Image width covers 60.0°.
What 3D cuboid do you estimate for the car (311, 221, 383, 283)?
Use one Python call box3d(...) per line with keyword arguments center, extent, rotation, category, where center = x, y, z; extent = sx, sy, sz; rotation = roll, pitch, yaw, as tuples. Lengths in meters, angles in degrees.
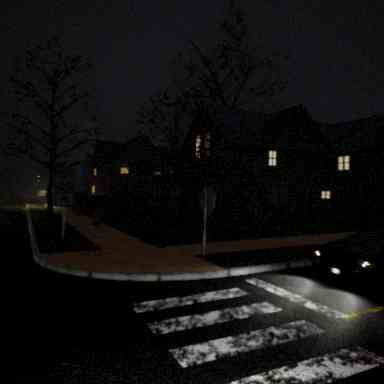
box3d(center=(5.842, 1.488, 9.032), extent=(5.357, 1.411, 2.033), rotation=(0, 0, -25), category="car")
